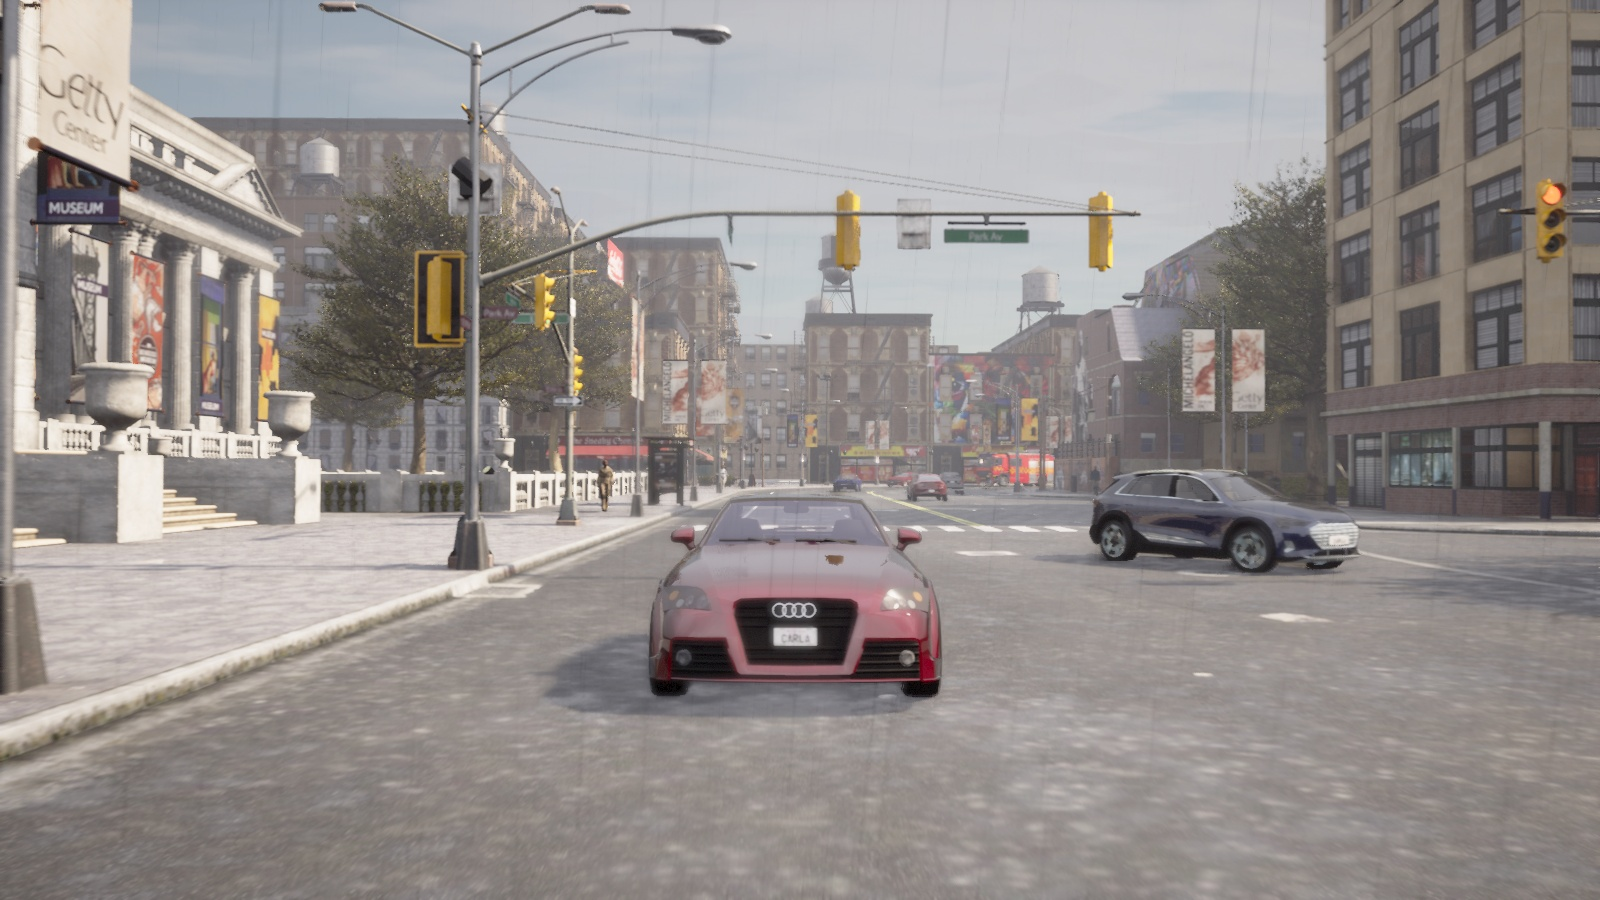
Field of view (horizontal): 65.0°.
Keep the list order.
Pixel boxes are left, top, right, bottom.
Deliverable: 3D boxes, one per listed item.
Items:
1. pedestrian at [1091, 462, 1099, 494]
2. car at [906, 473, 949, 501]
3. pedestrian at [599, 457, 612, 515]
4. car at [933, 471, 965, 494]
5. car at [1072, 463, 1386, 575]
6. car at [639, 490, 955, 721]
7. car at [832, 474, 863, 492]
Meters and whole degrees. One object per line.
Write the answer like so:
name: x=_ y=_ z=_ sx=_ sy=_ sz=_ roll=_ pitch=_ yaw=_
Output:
pedestrian: x=17.388 y=1.656 z=74.026 sx=0.402 sy=1.842 sz=0.726 roll=0 pitch=-1 yaw=13
car: x=6.836 y=1.947 z=67.725 sx=1.812 sy=1.442 sz=4.674 roll=0 pitch=-1 yaw=0
pedestrian: x=-6.489 y=1.199 z=41.922 sx=0.396 sy=1.930 sz=0.692 roll=0 pitch=-1 yaw=-8
car: x=10.290 y=2.206 z=86.844 sx=1.789 sy=1.549 sz=3.705 roll=0 pitch=-1 yaw=0
car: x=7.067 y=1.073 z=21.274 sx=2.033 sy=1.649 sz=4.856 roll=0 pitch=-1 yaw=-31
car: x=-0.024 y=1.046 z=10.025 sx=1.994 sy=1.385 sz=4.181 roll=0 pitch=-1 yaw=0
car: x=3.594 y=2.485 z=94.651 sx=1.895 sy=1.301 sz=4.718 roll=0 pitch=-1 yaw=7
